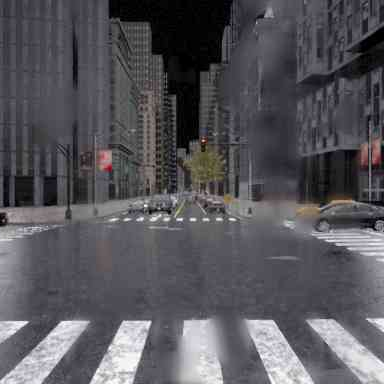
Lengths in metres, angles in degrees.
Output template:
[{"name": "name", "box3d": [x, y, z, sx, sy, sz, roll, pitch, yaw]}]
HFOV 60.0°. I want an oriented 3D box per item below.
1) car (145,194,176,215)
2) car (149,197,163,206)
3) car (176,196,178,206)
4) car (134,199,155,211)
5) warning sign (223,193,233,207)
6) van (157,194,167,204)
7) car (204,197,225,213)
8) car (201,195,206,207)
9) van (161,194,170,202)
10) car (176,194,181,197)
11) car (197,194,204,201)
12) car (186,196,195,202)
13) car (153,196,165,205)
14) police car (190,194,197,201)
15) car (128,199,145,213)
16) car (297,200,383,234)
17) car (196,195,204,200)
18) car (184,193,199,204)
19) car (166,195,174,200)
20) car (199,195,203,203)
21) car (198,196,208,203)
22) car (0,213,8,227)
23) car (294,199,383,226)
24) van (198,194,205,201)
[{"name": "car", "box3d": [-3.178, 1.226, 34.646, 2.150, 2.045, 5.566, 0, 0, 0]}, {"name": "car", "box3d": [-5.981, 1.579, 55.898, 1.947, 1.339, 4.313, 0, 0, 0]}, {"name": "car", "box3d": [-3.241, 1.609, 44.598, 1.895, 1.301, 4.718, 0, 0, 0]}, {"name": "car", "box3d": [-5.889, 1.557, 41.326, 2.008, 1.369, 4.403, 0, 0, 0]}, {"name": "warning sign", "box3d": [4.918, 1.123, 45.475, 1.300, 1.860, 1.060, 0, 0, 0]}, {"name": "van", "box3d": [-6.050, 1.360, 66.724, 1.690, 1.788, 3.998, 0, 0, 0]}, {"name": "car", "box3d": [2.667, 1.556, 36.385, 2.008, 1.369, 4.403, 0, 0, 0]}, {"name": "car", "box3d": [2.598, 1.553, 47.273, 1.887, 1.381, 4.507, 0, 0, 0]}, {"name": "van", "box3d": [-6.118, 1.368, 77.551, 1.690, 1.788, 3.998, 0, 0, 0]}, {"name": "car", "box3d": [-3.293, 1.538, 54.640, 1.812, 1.442, 4.674, 0, 0, 0]}, {"name": "car", "box3d": [2.502, 1.567, 62.589, 2.008, 1.369, 4.403, 0, 0, 0]}, {"name": "car", "box3d": [-0.334, 1.549, 74.858, 1.812, 1.442, 4.674, 0, 0, 0]}, {"name": "car", "box3d": [-6.014, 1.541, 61.141, 1.752, 1.417, 4.829, 0, 0, 0]}, {"name": "police car", "box3d": [0.465, 1.464, 90.560, 1.930, 1.638, 5.238, 0, 0, 0]}, {"name": "car", "box3d": [-5.858, 1.556, 36.334, 2.008, 1.369, 4.403, 0, 0, 0]}, {"name": "car", "box3d": [8.103, 1.332, 17.666, 4.892, 1.490, 1.837, -1, 0, 0]}, {"name": "car", "box3d": [2.302, 1.593, 94.323, 2.008, 1.369, 4.403, 0, 0, 0]}, {"name": "car", "box3d": [-0.171, 1.509, 64.664, 2.128, 1.511, 4.902, 0, 0, 0]}, {"name": "car", "box3d": [-6.220, 1.624, 93.789, 1.802, 1.307, 4.206, 0, 0, 0]}, {"name": "car", "box3d": [2.564, 1.562, 52.718, 2.008, 1.369, 4.403, 0, 0, 0]}, {"name": "car", "box3d": [2.435, 1.589, 73.168, 1.947, 1.339, 4.313, 0, 0, 0]}, {"name": "car", "box3d": [-14.268, 1.706, 20.847, 5.008, 1.535, 1.882, -1, 0, 0]}, {"name": "car", "box3d": [9.318, 1.277, 21.225, 5.008, 1.535, 1.882, -1, 0, 4]}, {"name": "van", "box3d": [2.368, 1.373, 83.745, 1.690, 1.788, 3.998, 0, 0, 0]}]
